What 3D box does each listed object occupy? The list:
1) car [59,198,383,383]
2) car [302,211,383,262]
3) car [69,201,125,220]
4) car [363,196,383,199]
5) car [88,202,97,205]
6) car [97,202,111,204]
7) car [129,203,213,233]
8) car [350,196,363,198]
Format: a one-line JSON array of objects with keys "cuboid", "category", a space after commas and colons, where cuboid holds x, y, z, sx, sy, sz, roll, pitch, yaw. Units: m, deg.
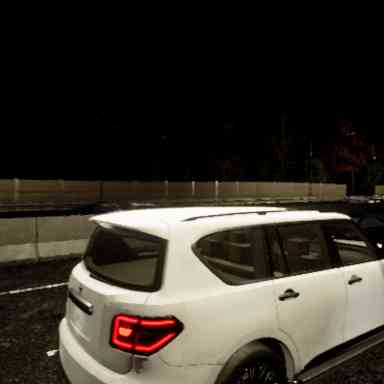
[{"cuboid": [1.161, 1.209, 4.567, 5.566, 2.045, 2.150, 0, 0, -36], "category": "car"}, {"cuboid": [6.278, 1.522, 12.516, 4.181, 1.385, 1.994, 0, 0, -35], "category": "car"}, {"cuboid": [-8.052, 1.529, 28.328, 4.181, 1.385, 1.994, 0, 0, -36], "category": "car"}, {"cuboid": [28.316, 1.336, 49.892, 4.902, 1.511, 2.128, 0, 0, -35], "category": "car"}, {"cuboid": [-6.561, 1.568, 25.101, 4.718, 1.301, 1.895, 0, 0, -35], "category": "car"}, {"cuboid": [-3.779, 1.490, 22.785, 4.674, 1.442, 1.812, 0, 0, -35], "category": "car"}, {"cuboid": [-1.172, 1.468, 20.345, 4.892, 1.490, 1.837, 0, 0, -35], "category": "car"}, {"cuboid": [25.895, 1.394, 52.457, 5.357, 1.411, 2.033, 0, 0, -35], "category": "car"}]
